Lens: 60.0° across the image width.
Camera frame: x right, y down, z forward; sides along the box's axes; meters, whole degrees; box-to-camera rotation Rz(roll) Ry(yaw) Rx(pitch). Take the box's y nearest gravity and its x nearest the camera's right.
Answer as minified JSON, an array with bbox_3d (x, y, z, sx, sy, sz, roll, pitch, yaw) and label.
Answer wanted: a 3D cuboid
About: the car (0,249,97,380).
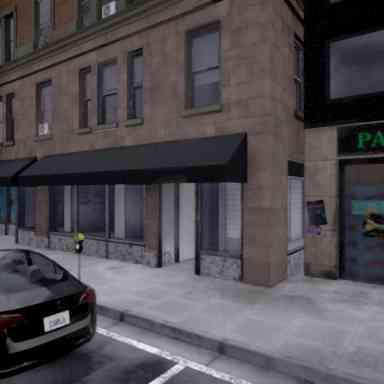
[{"bbox_3d":[-3.294,1.571,5.164,4.313,1.339,1.947,0,0,36],"label":"car"}]
